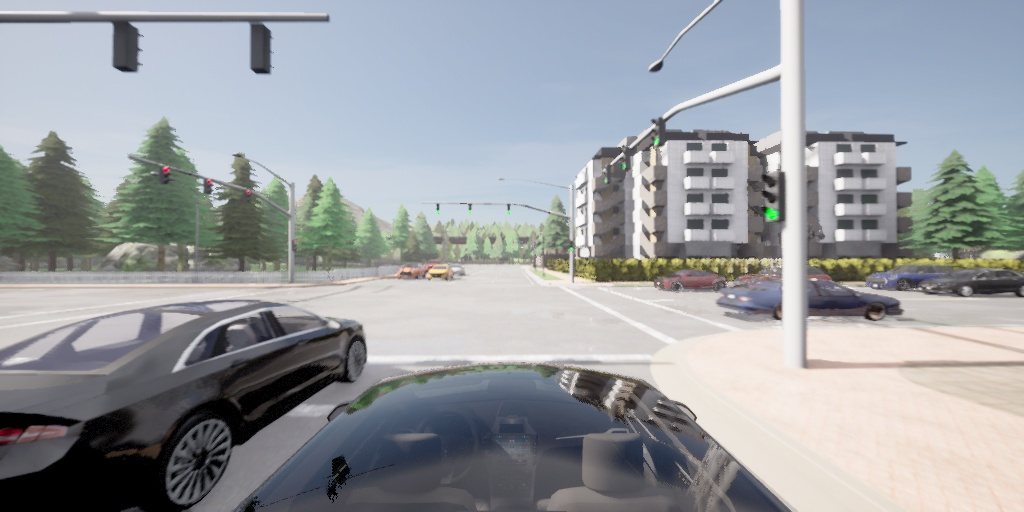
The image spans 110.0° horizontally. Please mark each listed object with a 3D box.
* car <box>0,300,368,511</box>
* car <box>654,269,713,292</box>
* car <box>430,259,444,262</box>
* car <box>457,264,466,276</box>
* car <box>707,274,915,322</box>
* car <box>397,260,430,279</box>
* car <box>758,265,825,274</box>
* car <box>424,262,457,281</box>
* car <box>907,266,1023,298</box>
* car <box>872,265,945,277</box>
[{"bbox_3d":[-3.411,1.271,4.305,2.128,1.511,4.902,0,-1,0],"label":"car"},{"bbox_3d":[11.358,1.551,23.011,4.181,1.385,1.994,0,-1,-2],"label":"car"},{"bbox_3d":[-10.576,1.497,49.301,2.150,2.045,5.566,0,0,0],"label":"car"},{"bbox_3d":[-7.079,1.761,45.407,1.812,1.442,4.674,0,-1,0],"label":"car"},{"bbox_3d":[10.028,1.452,12.359,5.357,1.411,2.033,0,-1,-1],"label":"car"},{"bbox_3d":[-10.586,1.505,38.043,2.097,1.767,4.553,0,-1,0],"label":"car"},{"bbox_3d":[14.698,1.301,19.621,4.553,1.767,2.097,0,-1,-1],"label":"car"},{"bbox_3d":[-7.091,1.609,36.069,1.882,1.535,5.008,0,-1,0],"label":"car"},{"bbox_3d":[25.348,1.448,19.609,4.892,1.490,1.837,-2,-1,3],"label":"car"},{"bbox_3d":[25.723,1.339,23.013,4.553,1.767,2.097,0,-1,5],"label":"car"}]
